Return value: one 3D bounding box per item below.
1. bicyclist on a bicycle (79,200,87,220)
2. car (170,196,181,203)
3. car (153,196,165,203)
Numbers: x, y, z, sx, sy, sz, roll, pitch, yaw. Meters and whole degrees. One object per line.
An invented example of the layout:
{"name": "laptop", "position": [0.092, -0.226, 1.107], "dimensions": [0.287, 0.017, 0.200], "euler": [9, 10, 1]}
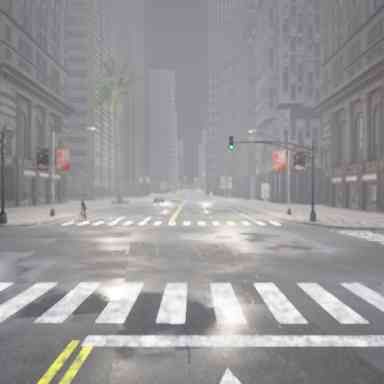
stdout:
{"name": "bicyclist on a bicycle", "position": [-8.748, 1.445, 26.751], "dimensions": [0.582, 1.620, 1.656], "euler": [0, 0, 0]}
{"name": "car", "position": [-3.244, 1.462, 66.202], "dimensions": [1.882, 1.535, 5.008], "euler": [0, 0, 0]}
{"name": "car", "position": [-6.494, 1.557, 66.202], "dimensions": [1.994, 1.385, 4.181], "euler": [0, 0, 0]}
